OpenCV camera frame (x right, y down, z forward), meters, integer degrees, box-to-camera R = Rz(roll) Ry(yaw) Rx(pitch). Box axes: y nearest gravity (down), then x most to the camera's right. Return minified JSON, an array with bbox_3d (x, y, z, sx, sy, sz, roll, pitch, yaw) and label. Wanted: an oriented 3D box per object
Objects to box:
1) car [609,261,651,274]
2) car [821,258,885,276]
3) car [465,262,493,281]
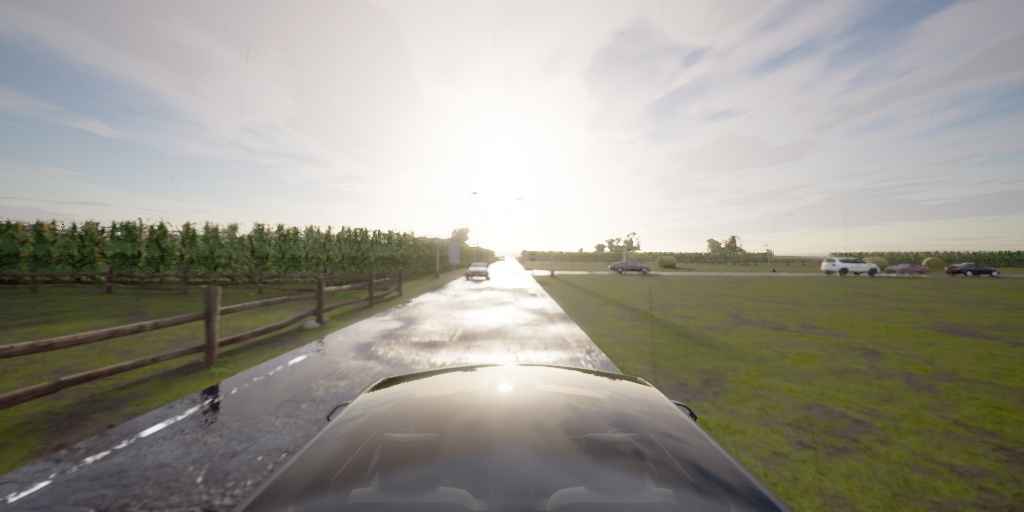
[{"bbox_3d":[14.057,1.340,42.806,4.902,1.511,2.128,0,0,1],"label":"car"},{"bbox_3d":[39.805,1.254,42.285,5.566,2.045,2.150,0,0,1],"label":"car"},{"bbox_3d":[-2.772,1.271,30.443,1.812,1.442,4.674,0,0,1],"label":"car"}]
